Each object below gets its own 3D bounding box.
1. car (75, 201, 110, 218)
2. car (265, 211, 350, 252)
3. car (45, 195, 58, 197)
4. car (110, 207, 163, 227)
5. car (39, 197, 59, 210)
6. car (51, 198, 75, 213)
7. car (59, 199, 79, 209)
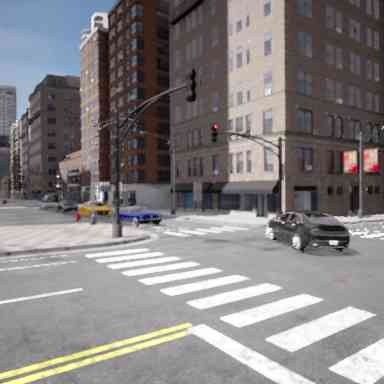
[{"bbox_3d":[-9.375,1.664,32.054,1.882,1.535,5.008,-1,0,-35],"label":"car"},{"bbox_3d":[4.765,1.577,14.336,1.837,1.490,4.892,3,-1,-8],"label":"car"},{"bbox_3d":[-26.066,1.498,61.354,2.150,2.045,5.566,-1,0,-35],"label":"car"},{"bbox_3d":[-4.028,1.756,24.444,1.895,1.301,4.718,-1,0,-35],"label":"car"},{"bbox_3d":[-20.784,1.859,48.357,1.895,1.301,4.718,-1,0,-35],"label":"car"},{"bbox_3d":[-15.052,1.769,40.141,2.033,1.411,5.357,-1,0,-35],"label":"car"},{"bbox_3d":[-18.975,1.791,51.248,1.994,1.385,4.181,-1,0,-34],"label":"car"}]
